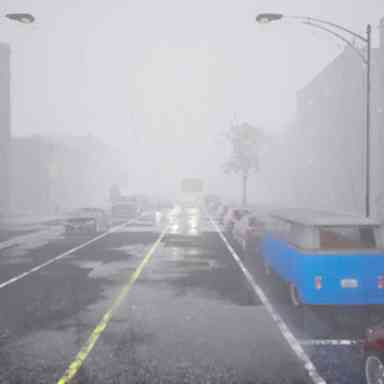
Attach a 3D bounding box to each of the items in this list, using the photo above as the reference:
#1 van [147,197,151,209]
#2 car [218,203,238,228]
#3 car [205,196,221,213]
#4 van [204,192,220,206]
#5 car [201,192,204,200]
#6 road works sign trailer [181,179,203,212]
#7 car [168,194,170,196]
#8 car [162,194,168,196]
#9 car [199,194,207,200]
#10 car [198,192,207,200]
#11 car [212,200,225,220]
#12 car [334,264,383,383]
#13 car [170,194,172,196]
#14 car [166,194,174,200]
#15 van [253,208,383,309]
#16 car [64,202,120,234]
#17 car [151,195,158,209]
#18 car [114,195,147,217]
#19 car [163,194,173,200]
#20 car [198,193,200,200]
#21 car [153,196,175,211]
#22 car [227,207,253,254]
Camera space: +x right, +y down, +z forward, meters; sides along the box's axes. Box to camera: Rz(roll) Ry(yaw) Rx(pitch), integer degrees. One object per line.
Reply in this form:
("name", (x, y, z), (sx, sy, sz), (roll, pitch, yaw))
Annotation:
("van", (-5.699, 1.213, 35.273), (1.690, 1.788, 3.998), (-1, 0, 0))
("car", (2.686, 1.515, 18.632), (1.802, 1.307, 4.206), (-1, 0, 0))
("car", (2.684, 1.455, 35.277), (1.802, 1.307, 4.206), (-1, 0, 0))
("van", (2.682, 1.193, 40.824), (1.690, 1.788, 3.998), (-1, 0, 0))
("car", (2.681, 1.147, 46.372), (2.192, 1.841, 5.009), (-1, 0, 0))
("road works sign trailer", (0.008, 0.330, 37.101), (2.380, 3.560, 2.880), (0, 0, 0))
("car", (-5.699, 1.315, 63.015), (1.887, 1.381, 4.507), (-1, 0, 0))
("car", (-5.700, 1.231, 57.466), (1.967, 1.590, 4.097), (-1, 0, 0))
("car", (2.681, 1.234, 79.832), (1.752, 1.417, 4.829), (-1, 0, 0))
("car", (2.677, 1.004, 85.211), (2.192, 1.841, 5.009), (-1, 0, 0))
("car", (2.685, 1.495, 24.180), (1.802, 1.307, 4.206), (-1, 0, 0))
("car", (2.688, 1.575, 1.987), (1.802, 1.307, 4.206), (-1, 0, 0))
("car", (-5.700, 1.311, 74.112), (1.802, 1.307, 4.206), (-1, 0, 0))
("car", (-5.701, 1.270, 85.209), (1.802, 1.307, 4.206), (-1, 0, 0))
("van", (2.684, 1.314, 7.534), (1.690, 1.788, 3.998), (-1, 0, 0))
("car", (-5.695, 1.483, 18.629), (2.008, 1.369, 4.403), (-1, 0, 0))
("car", (-5.698, 1.292, 40.822), (1.967, 1.590, 4.097), (-1, 0, 0))
("car", (-5.698, 1.207, 29.724), (2.192, 1.841, 5.009), (-1, 0, 0))
("car", (-5.701, 1.259, 79.660), (2.008, 1.369, 4.403), (-1, 0, 0))
("car", (2.681, 1.296, 74.115), (1.947, 1.339, 4.313), (-1, 0, 0))
("car", (-3.096, 1.458, 39.349), (1.895, 1.301, 4.718), (0, 0, 0))
("car", (2.686, 1.497, 13.083), (1.887, 1.381, 4.507), (-1, 0, 0))
